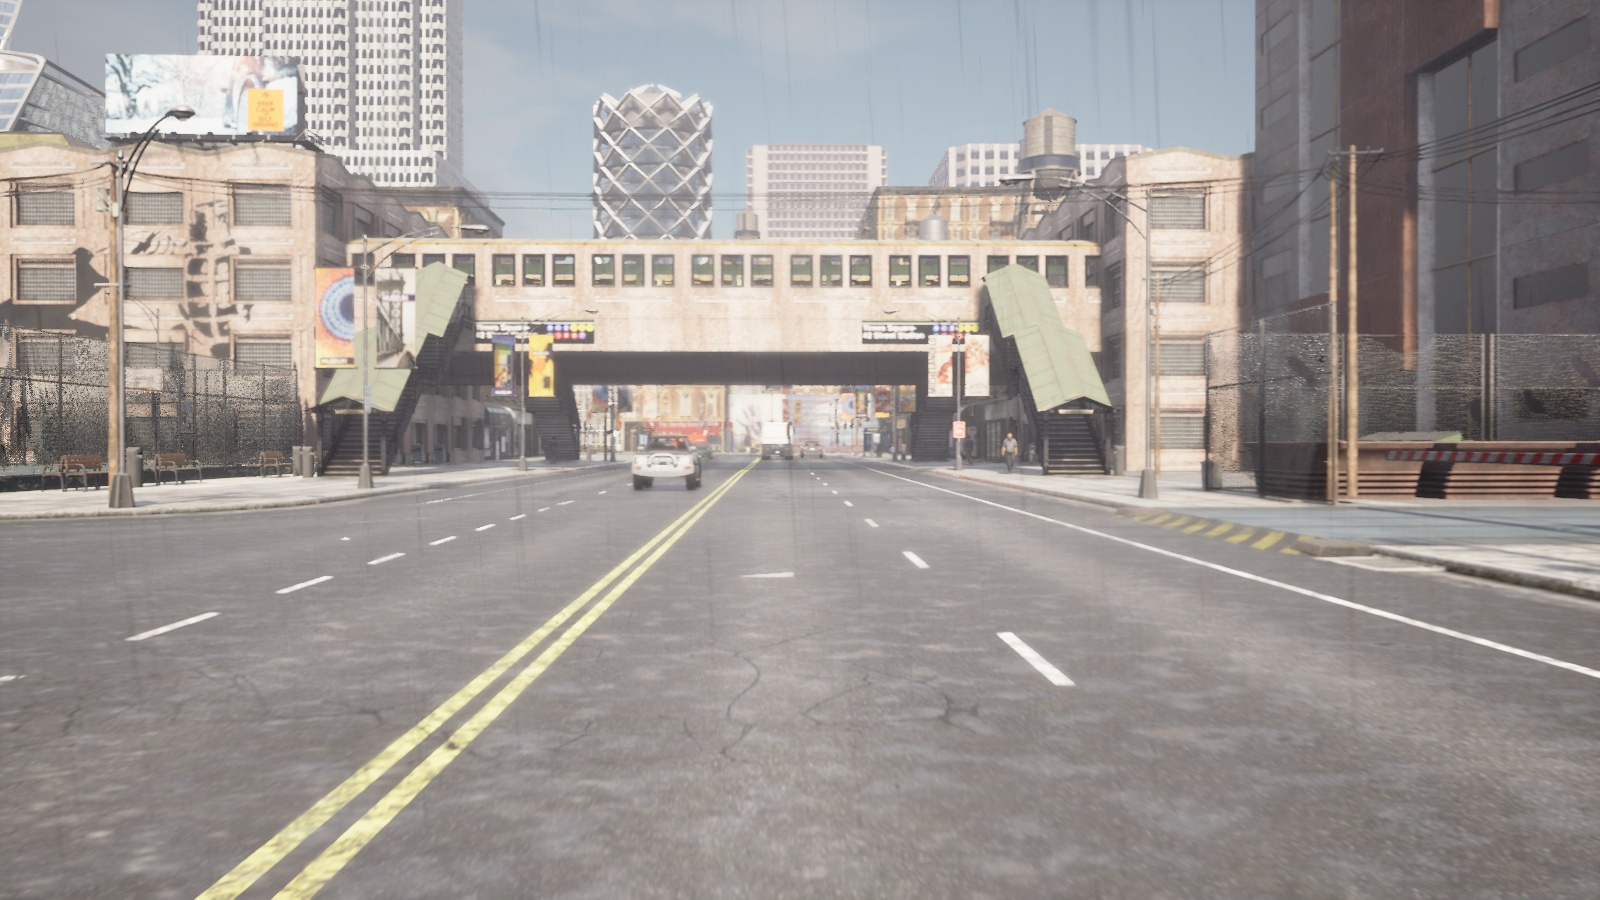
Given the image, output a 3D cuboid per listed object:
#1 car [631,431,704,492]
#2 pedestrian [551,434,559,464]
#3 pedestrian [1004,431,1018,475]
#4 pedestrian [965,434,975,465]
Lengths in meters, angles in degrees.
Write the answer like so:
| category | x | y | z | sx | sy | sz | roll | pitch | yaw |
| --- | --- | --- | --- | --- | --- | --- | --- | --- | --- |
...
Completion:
| category | x | y | z | sx | sy | sz | roll | pitch | yaw |
| --- | --- | --- | --- | --- | --- | --- | --- | --- | --- |
| car | -4.224 | 0.331 | 40.616 | 1.932 | 1.855 | 4.605 | 0 | 0 | -1 |
| pedestrian | -15.663 | -0.059 | 80.234 | 0.402 | 1.930 | 0.666 | 0 | 0 | 1 |
| pedestrian | 8.880 | 0.111 | 52.856 | 0.540 | 1.848 | 0.694 | 0 | 0 | 4 |
| pedestrian | 10.510 | -0.027 | 77.558 | 0.423 | 1.949 | 0.788 | 0 | 0 | -9 |
